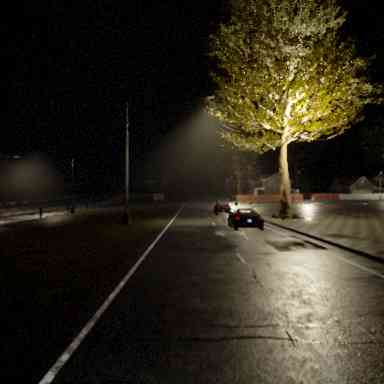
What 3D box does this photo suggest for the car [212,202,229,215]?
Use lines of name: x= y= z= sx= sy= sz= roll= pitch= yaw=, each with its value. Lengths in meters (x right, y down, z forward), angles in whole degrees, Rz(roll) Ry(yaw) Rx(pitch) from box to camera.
car: x=3.569 y=1.916 z=39.865 sx=2.128 sy=1.511 sz=4.902 roll=0 pitch=0 yaw=0

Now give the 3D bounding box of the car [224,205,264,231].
car: x=3.582 y=1.791 z=22.673 sx=1.994 sy=1.385 sz=4.181 roll=0 pitch=-1 yaw=0
